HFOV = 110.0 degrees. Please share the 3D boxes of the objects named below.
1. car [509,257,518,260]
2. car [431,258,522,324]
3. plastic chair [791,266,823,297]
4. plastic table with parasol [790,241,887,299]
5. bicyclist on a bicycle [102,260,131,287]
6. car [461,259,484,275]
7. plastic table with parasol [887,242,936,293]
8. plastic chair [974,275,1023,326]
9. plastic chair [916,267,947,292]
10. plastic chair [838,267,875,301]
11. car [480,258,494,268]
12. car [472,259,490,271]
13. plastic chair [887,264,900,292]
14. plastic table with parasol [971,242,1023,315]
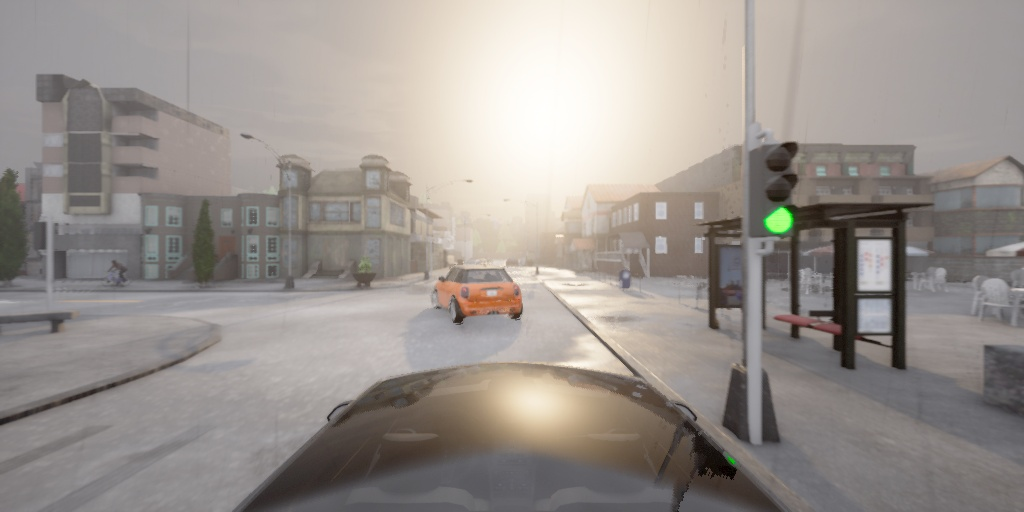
[{"bbox_3d":[0.088,0.983,64.969,2.097,1.767,4.553,0,0,0],"label":"car"},{"bbox_3d":[-1.369,1.082,12.311,2.097,1.767,4.553,0,0,-22],"label":"car"},{"bbox_3d":[14.697,1.250,17.864,0.730,1.272,0.750,0,0,0],"label":"plastic chair"},{"bbox_3d":[15.917,0.646,17.745,2.482,2.480,2.482,0,0,0],"label":"plastic table with parasol"},{"bbox_3d":[-24.022,1.060,21.801,0.582,1.620,1.656,0,0,0],"label":"bicyclist on a bicycle"},{"bbox_3d":[-4.103,1.159,38.279,1.882,1.535,5.008,0,0,0],"label":"car"},{"bbox_3d":[22.507,0.641,20.635,2.482,2.480,2.482,0,0,0],"label":"plastic table with parasol"},{"bbox_3d":[13.897,1.264,10.064,0.730,1.272,0.750,0,0,0],"label":"plastic chair"},{"bbox_3d":[22.497,1.248,19.165,0.750,1.272,0.730,0,0,0],"label":"plastic chair"},{"bbox_3d":[15.797,1.252,16.465,0.750,1.272,0.730,0,0,0],"label":"plastic chair"},{"bbox_3d":[-4.010,1.148,58.367,1.837,1.490,4.892,0,0,0],"label":"car"},{"bbox_3d":[-4.087,1.141,47.929,1.882,1.535,5.008,0,0,0],"label":"car"},{"bbox_3d":[21.329,1.245,20.561,0.730,1.272,0.750,0,0,-1],"label":"plastic chair"},{"bbox_3d":[15.167,0.661,9.925,2.482,2.480,2.482,0,0,0],"label":"plastic table with parasol"}]
